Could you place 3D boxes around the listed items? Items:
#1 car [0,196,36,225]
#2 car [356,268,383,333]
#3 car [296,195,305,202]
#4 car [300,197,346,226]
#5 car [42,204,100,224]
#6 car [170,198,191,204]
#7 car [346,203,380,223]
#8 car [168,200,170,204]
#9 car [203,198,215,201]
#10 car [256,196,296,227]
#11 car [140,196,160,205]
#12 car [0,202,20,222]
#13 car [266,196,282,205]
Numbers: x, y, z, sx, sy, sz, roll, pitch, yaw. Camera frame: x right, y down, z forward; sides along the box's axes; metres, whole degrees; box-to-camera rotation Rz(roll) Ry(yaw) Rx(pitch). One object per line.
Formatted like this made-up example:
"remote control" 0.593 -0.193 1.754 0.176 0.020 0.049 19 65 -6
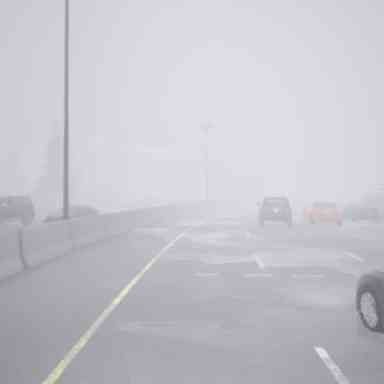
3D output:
"car" -12.422 1.253 21.350 2.150 2.045 5.566 0 0 8
"car" 3.762 1.532 3.954 1.837 1.490 4.892 0 0 2
"car" 27.362 1.581 83.171 2.097 1.767 4.553 0 0 37
"car" 9.706 1.472 25.071 2.097 1.767 4.553 0 0 11
"car" -8.494 1.600 24.066 2.033 1.411 5.357 0 0 9
"car" -1.724 1.724 59.780 1.812 1.442 4.674 0 0 23
"car" 13.727 1.619 27.343 1.882 1.535 5.008 0 0 12
"car" -2.890 1.814 65.913 1.895 1.301 4.718 0 0 25
"car" 3.246 1.826 62.456 1.895 1.301 4.718 0 0 25
"car" 5.929 1.325 24.139 2.150 2.045 5.566 0 0 10
"car" -7.993 1.539 62.947 2.097 1.767 4.553 0 0 23
"car" -15.366 1.558 25.129 1.812 1.442 4.674 0 0 10
"car" 16.983 1.646 69.060 2.097 1.767 4.553 0 0 29
